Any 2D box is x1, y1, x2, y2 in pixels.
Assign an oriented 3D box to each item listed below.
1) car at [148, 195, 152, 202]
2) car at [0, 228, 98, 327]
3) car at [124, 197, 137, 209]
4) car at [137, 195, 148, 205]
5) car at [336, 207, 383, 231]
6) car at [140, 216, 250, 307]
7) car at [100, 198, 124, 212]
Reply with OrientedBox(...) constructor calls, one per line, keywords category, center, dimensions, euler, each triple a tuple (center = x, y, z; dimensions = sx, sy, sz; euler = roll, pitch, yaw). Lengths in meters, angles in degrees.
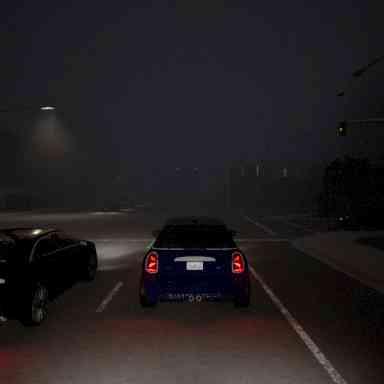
OrientedBox(category="car", center=(-10.630, 1.490, 78.208), dimensions=(2.097, 1.767, 4.553), euler=(0, 1, 0))
OrientedBox(category="car", center=(-3.446, 1.503, 7.015), dimensions=(2.128, 1.511, 4.902), euler=(0, 0, 0))
OrientedBox(category="car", center=(-10.680, 1.745, 53.794), dimensions=(2.097, 1.767, 4.553), euler=(0, 0, 0))
OrientedBox(category="car", center=(-10.633, 1.772, 66.754), dimensions=(1.882, 1.535, 5.008), euler=(0, 1, 0))
OrientedBox(category="car", center=(11.265, 1.635, 20.668), dimensions=(4.181, 1.385, 1.994), euler=(0, -1, 0))
OrientedBox(category="car", center=(0.060, 1.364, 8.155), dimensions=(2.097, 1.767, 4.553), euler=(0, 0, 0))
OrientedBox(category="car", center=(-10.669, 1.857, 43.910), dimensions=(1.812, 1.442, 4.674), euler=(0, 0, 0))
